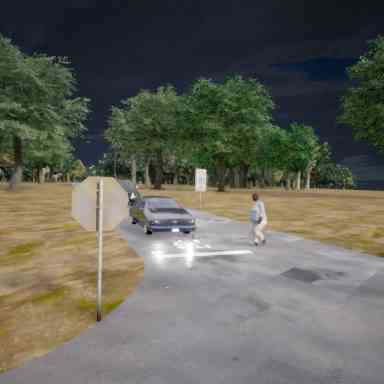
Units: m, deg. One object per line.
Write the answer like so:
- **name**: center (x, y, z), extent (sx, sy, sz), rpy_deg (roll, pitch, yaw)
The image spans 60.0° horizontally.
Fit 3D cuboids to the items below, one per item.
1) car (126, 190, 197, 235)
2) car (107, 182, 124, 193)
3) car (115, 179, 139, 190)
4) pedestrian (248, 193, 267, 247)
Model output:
- **car**: center (-1.523, 0.895, 14.683), extent (2.033, 1.411, 5.357), rpy_deg (1, 2, -21)
- **car**: center (-11.269, -0.717, 48.793), extent (1.837, 1.490, 4.892), rpy_deg (1, 2, -21)
- **car**: center (-5.309, 0.082, 24.523), extent (2.150, 2.045, 5.566), rpy_deg (1, 2, -21)
- **pedestrian**: center (2.199, 0.898, 11.078), extent (0.375, 1.860, 0.375), rpy_deg (4, -1, -21)
